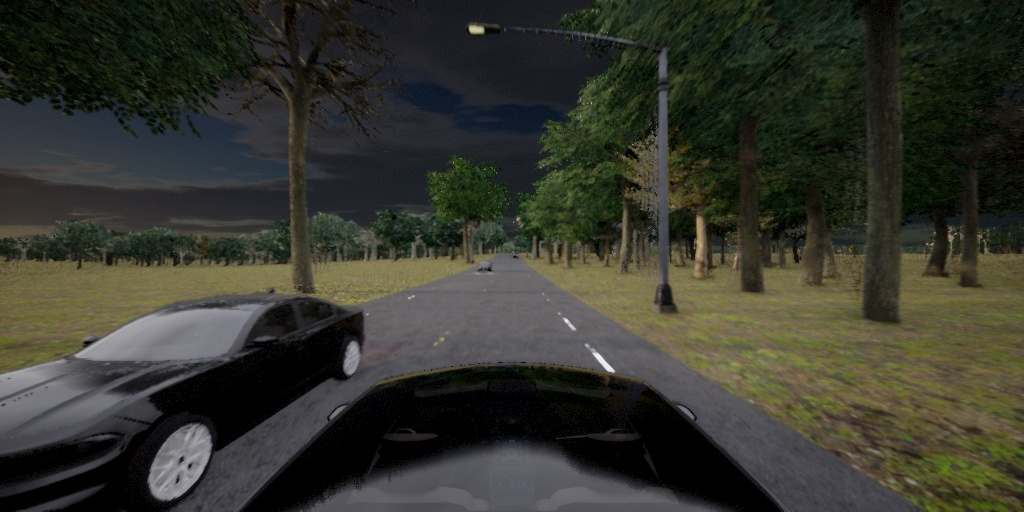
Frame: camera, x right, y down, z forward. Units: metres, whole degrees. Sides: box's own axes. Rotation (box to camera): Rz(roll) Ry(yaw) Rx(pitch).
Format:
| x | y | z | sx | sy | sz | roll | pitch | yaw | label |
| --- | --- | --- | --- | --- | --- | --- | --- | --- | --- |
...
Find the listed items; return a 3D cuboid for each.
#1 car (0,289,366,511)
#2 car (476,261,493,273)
| x | y | z | sx | sy | sz | roll | pitch | yaw | label |
| --- | --- | --- | --- | --- | --- | --- | --- | --- | --- |
| -3.599 | 1.254 | 4.535 | 1.882 | 1.535 | 5.008 | 0 | -1 | 0 | car |
| -3.552 | 1.379 | 47.390 | 1.837 | 1.490 | 4.892 | 0 | 0 | 0 | car |
